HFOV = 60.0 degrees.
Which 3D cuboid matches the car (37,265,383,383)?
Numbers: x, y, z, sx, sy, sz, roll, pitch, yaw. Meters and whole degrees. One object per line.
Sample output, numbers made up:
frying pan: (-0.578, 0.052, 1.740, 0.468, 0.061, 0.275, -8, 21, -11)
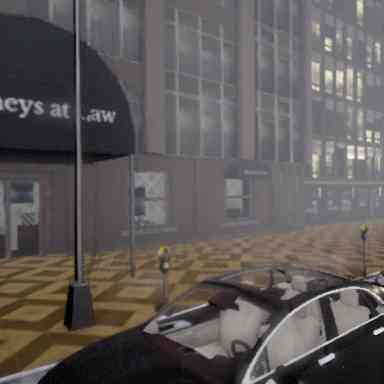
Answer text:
car: (0.686, 1.547, 3.374, 4.403, 1.369, 2.008, 0, 0, -35)
